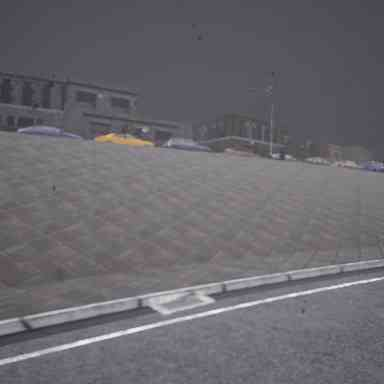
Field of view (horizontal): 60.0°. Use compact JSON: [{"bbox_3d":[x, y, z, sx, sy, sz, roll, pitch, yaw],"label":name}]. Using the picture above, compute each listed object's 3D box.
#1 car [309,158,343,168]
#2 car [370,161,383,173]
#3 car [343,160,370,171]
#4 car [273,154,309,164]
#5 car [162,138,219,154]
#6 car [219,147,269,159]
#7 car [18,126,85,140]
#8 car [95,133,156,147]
[{"bbox_3d":[14.181,-3.063,37.563,4.892,1.521,2.231,3,-1,-30],"label":"car"},{"bbox_3d":[23.743,-2.822,43.483,5.566,2.045,2.435,3,-1,-32],"label":"car"},{"bbox_3d":[19.000,-2.953,40.486,4.553,1.767,2.185,3,-1,-31],"label":"car"},{"bbox_3d":[9.487,-3.233,34.856,4.674,1.452,2.002,3,-1,-29],"label":"car"},{"bbox_3d":[-0.415,-3.830,29.553,4.553,1.767,2.185,2,-1,-26],"label":"car"},{"bbox_3d":[4.650,-3.455,32.205,4.792,1.488,2.163,2,-1,-28],"label":"car"},{"bbox_3d":[-10.393,-4.090,24.757,4.674,1.452,2.002,2,-1,-24],"label":"car"},{"bbox_3d":[-5.369,-3.917,27.106,5.008,1.535,2.097,2,-1,-25],"label":"car"}]
